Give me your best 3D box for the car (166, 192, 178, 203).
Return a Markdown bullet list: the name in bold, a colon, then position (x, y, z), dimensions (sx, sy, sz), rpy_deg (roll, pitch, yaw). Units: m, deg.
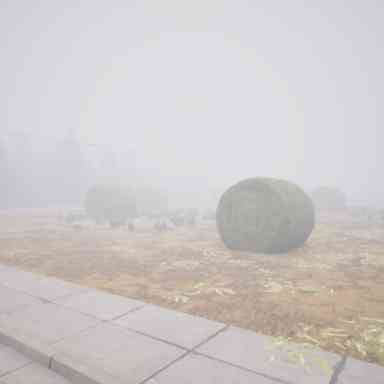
- **car**: position (-4.993, 1.088, 61.644), dimensions (2.150, 2.045, 5.566), rpy_deg (0, 0, 37)
